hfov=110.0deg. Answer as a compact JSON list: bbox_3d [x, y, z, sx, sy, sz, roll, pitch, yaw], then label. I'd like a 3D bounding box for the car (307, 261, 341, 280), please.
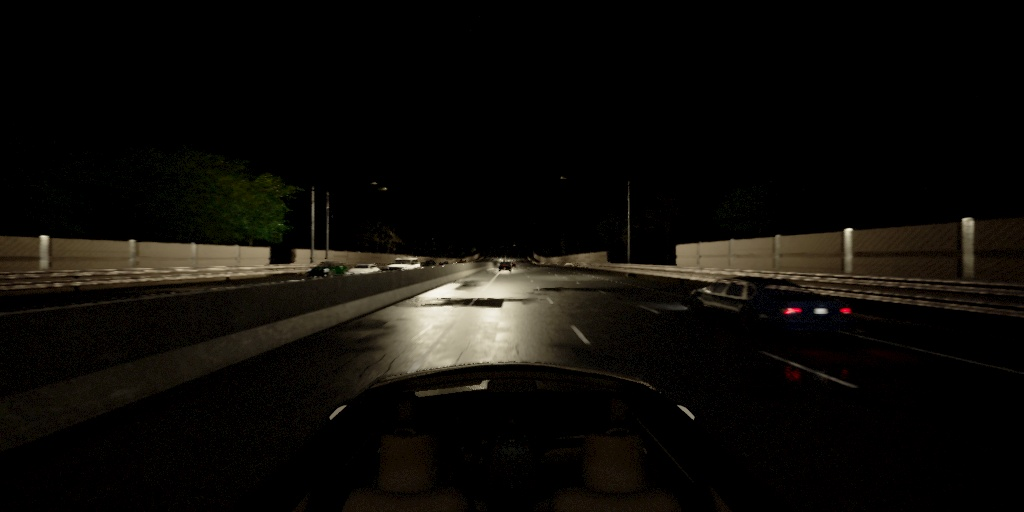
[{"bbox_3d":[-17.575,1.309,34.365,2.097,1.767,4.553,0,0,0],"label":"car"}]

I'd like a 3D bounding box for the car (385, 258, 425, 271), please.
[{"bbox_3d":[-10.582,1.185,35.368,2.150,2.045,5.566,0,0,0],"label":"car"}]

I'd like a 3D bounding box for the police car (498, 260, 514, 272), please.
[{"bbox_3d":[-1.056,1.579,54.247,1.930,1.638,5.238,0,-1,0],"label":"police car"}]

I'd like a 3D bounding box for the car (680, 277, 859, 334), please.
[{"bbox_3d":[7.101,1.330,10.755,2.033,1.411,5.357,0,0,0],"label":"car"}]

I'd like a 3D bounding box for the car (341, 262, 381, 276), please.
[{"bbox_3d":[-14.077,1.482,34.275,1.812,1.442,4.674,0,0,0],"label":"car"}]
